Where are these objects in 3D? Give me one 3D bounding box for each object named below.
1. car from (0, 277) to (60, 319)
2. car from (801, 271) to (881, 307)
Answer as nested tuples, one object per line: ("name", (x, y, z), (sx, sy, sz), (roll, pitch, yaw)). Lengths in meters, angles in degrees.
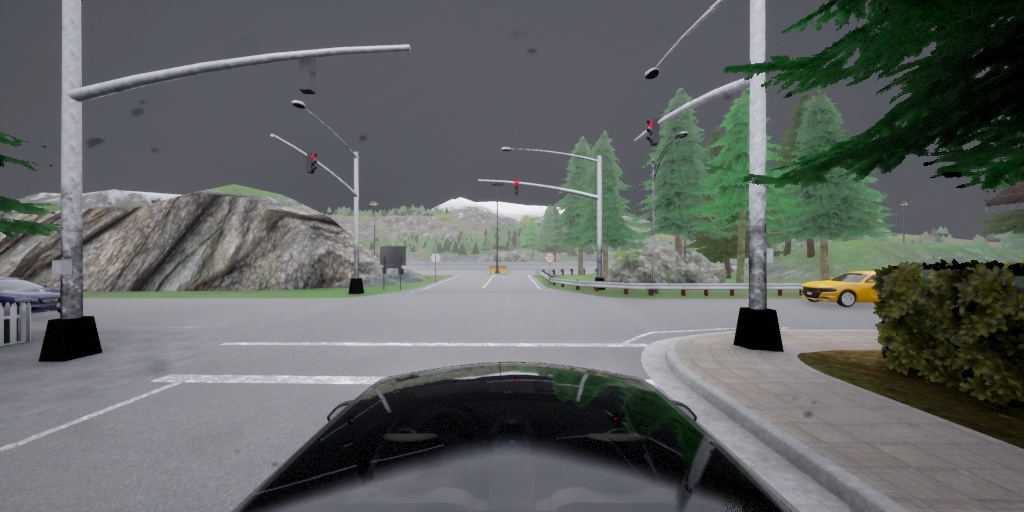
("car", (-18.279, 1.467, 12.689), (4.674, 1.442, 1.812), (0, 0, 0))
("car", (15.954, 1.419, 16.204), (5.008, 1.535, 1.882), (0, 0, 0))
